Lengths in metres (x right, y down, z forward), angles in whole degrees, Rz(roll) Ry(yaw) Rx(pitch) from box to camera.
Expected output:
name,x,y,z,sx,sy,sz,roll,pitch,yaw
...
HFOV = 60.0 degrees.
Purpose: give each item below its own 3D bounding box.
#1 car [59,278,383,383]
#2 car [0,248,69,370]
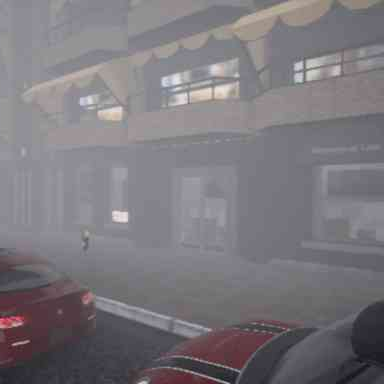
name,x,y,z,sx,sy,sz,roll,pitch,yaw
car,1.333,1.441,1.924,4.097,1.590,1.967,0,0,36
car,-3.252,1.550,5.194,4.206,1.307,1.802,0,0,35
